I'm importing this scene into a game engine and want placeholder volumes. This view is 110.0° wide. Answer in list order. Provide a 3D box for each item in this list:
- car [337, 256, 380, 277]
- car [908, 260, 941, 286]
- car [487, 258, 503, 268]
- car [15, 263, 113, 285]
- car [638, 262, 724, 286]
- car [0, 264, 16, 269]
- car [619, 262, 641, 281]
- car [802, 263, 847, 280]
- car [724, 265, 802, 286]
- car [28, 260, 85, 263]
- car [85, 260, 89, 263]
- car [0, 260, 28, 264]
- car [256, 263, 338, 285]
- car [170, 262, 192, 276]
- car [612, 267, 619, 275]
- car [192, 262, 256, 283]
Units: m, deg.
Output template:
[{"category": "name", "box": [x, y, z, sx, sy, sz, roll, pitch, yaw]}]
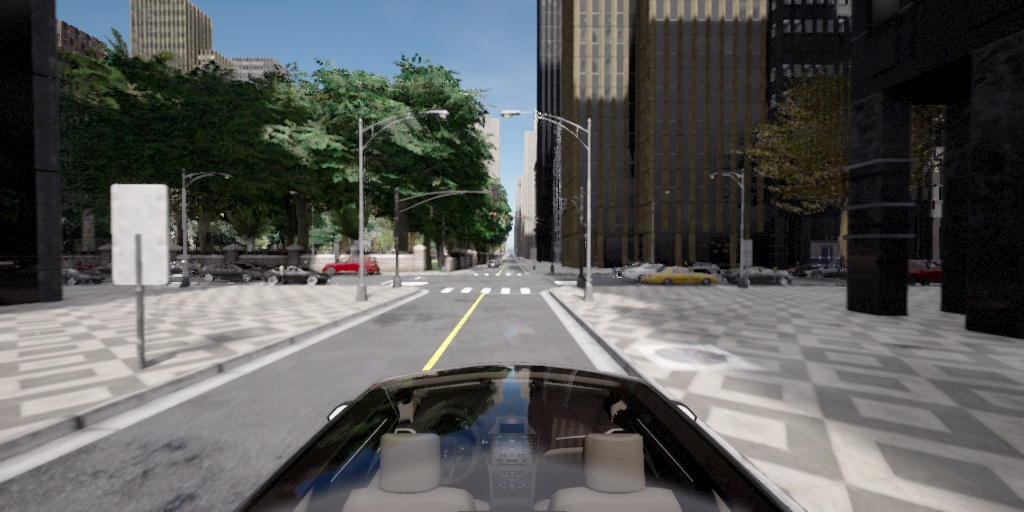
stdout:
[{"category": "car", "box": [-15.029, 0.960, 33.824, 5.009, 1.841, 2.192, 0, 0, 0]}, {"category": "car", "box": [28.135, 1.168, 25.064, 5.009, 1.841, 2.192, 0, 0, 0]}, {"category": "car", "box": [-3.044, 1.255, 59.602, 2.128, 1.511, 4.902, 0, 0, 1]}, {"category": "car", "box": [-31.437, 1.357, 25.390, 4.403, 1.370, 2.007, 0, 0, 0]}, {"category": "car", "box": [11.768, 1.357, 25.153, 4.829, 1.417, 1.751, 0, 0, 0]}, {"category": "car", "box": [-36.894, 1.388, 25.420, 4.207, 1.307, 1.802, 0, 0, 0]}, {"category": "car", "box": [11.181, 1.309, 27.907, 4.674, 1.442, 1.812, 0, 1, 0]}, {"category": "car", "box": [26.756, 1.303, 30.915, 4.181, 1.385, 1.994, 0, 1, 0]}, {"category": "car", "box": [17.110, 1.389, 25.124, 4.403, 1.370, 2.007, 0, 0, 0]}, {"category": "car", "box": [-42.310, 1.081, 33.974, 4.097, 1.591, 1.967, 0, 0, 0]}, {"category": "car", "box": [-36.854, 1.192, 33.944, 4.403, 1.370, 2.007, 0, 0, 0]}, {"category": "car", "box": [-47.767, 1.080, 34.004, 4.097, 1.591, 1.967, 0, 0, 0]}, {"category": "car", "box": [-15.066, 1.375, 25.300, 4.313, 1.339, 1.948, 0, 0, 0]}, {"category": "car", "box": [-31.397, 1.193, 33.914, 4.403, 1.370, 2.007, 0, 0, 0]}, {"category": "car", "box": [11.635, 1.219, 33.678, 4.403, 1.370, 2.007, 0, 0, 0]}, {"category": "car", "box": [-21.624, 1.307, 28.085, 4.892, 1.490, 1.837, 0, 1, 0]}]
